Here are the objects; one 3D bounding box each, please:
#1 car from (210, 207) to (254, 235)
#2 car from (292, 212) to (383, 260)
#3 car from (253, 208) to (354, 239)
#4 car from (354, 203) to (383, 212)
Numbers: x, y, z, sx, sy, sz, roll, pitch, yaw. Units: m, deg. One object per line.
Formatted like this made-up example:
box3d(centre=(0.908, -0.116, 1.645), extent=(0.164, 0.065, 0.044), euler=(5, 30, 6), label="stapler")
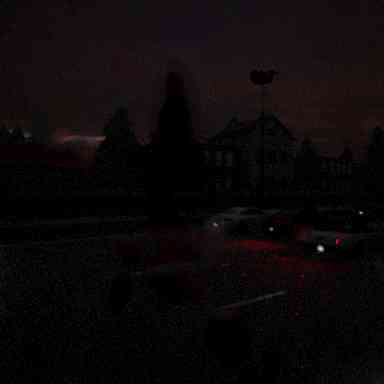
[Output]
box3d(centre=(3.155, 1.557, 18.962), extent=(4.674, 1.442, 1.812), euler=(0, 0, -35), label="car")
box3d(centre=(6.174, 1.630, 12.533), extent=(4.718, 1.301, 1.895), euler=(0, 0, -35), label="car")
box3d(centre=(5.605, 1.511, 16.405), extent=(5.008, 1.535, 1.882), euler=(0, 0, -35), label="car")
box3d(centre=(14.985, 1.631, 27.407), extent=(4.181, 1.385, 1.994), euler=(0, 0, -35), label="car")
